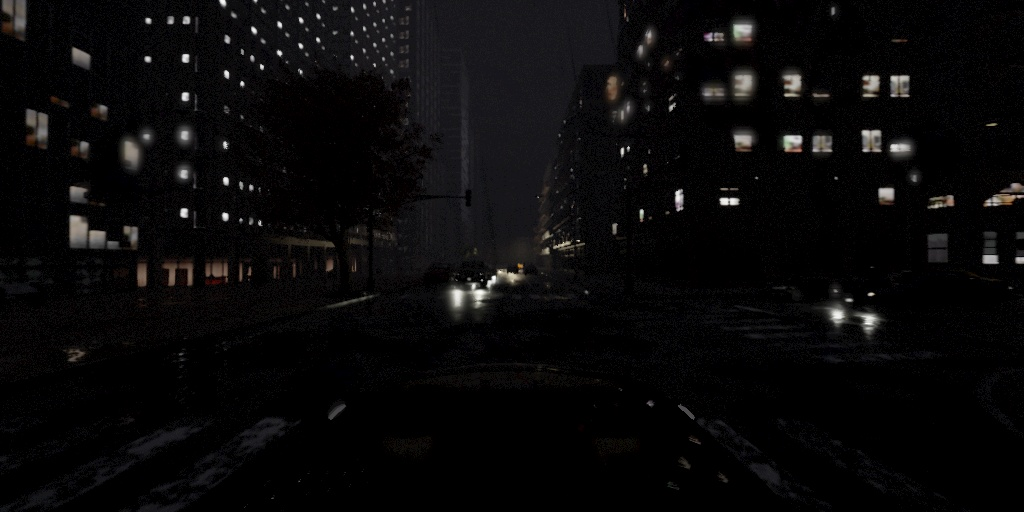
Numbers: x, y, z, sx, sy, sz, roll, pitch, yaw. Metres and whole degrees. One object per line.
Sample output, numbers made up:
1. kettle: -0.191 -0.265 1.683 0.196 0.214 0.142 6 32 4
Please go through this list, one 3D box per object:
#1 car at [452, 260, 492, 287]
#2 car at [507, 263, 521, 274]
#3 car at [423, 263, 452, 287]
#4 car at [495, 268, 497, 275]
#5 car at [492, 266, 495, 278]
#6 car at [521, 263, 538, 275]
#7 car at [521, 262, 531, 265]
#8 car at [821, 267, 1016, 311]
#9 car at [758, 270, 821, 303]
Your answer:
1. car: -3.091 1.359 28.630 2.150 2.045 5.566 0 -1 0
2. car: 0.119 2.050 57.143 2.128 1.511 4.902 0 -1 0
3. car: -5.682 1.458 28.990 2.192 1.841 5.009 0 0 0
4. car: -3.074 2.035 48.808 1.895 1.301 4.718 0 -1 0
5. car: -3.088 1.808 38.506 1.812 1.442 4.674 0 -1 0
6. car: 2.706 2.034 51.076 1.948 1.339 4.313 0 0 0
7. car: 2.708 2.076 56.768 1.751 1.417 4.829 0 0 0
8. car: 15.258 1.229 13.456 5.357 1.411 2.033 -1 -1 -1
9. car: 13.440 1.292 16.017 4.403 1.370 2.007 0 0 -1
